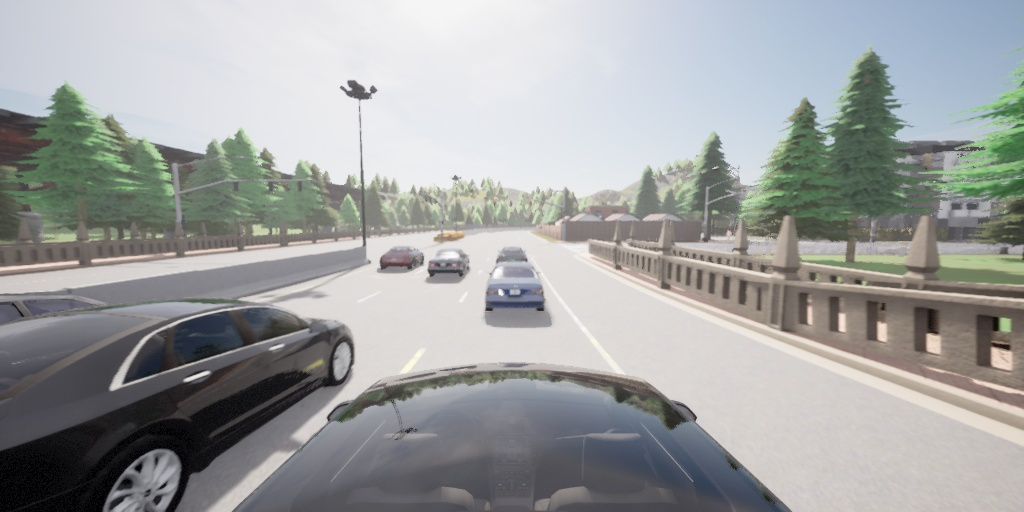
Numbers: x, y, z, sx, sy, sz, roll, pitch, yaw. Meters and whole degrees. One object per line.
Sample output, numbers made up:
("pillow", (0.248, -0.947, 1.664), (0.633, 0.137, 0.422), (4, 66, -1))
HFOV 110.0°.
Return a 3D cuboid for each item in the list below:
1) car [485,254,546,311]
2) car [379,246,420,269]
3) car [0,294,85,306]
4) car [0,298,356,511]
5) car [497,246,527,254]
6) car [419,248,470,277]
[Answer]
("car", (0.072, 0.874, 12.264), (2.033, 1.411, 5.357), (0, 4, 0))
("car", (-6.991, 0.007, 23.178), (1.994, 1.385, 4.181), (0, 5, 0))
("car", (-6.888, 1.221, 4.746), (2.033, 1.411, 5.357), (0, 2, 0))
("car", (-3.401, 1.201, 3.822), (1.837, 1.490, 4.892), (0, 0, 0))
("car", (0.010, 0.053, 22.724), (1.994, 1.385, 4.181), (0, 5, 0))
("car", (-3.461, 0.259, 20.151), (2.033, 1.411, 5.357), (0, 5, -2))
